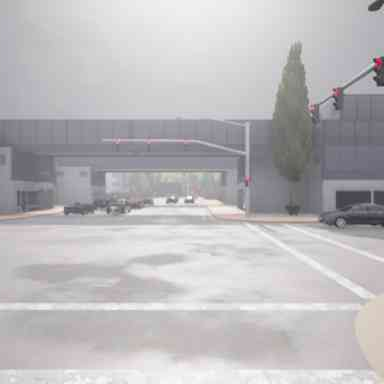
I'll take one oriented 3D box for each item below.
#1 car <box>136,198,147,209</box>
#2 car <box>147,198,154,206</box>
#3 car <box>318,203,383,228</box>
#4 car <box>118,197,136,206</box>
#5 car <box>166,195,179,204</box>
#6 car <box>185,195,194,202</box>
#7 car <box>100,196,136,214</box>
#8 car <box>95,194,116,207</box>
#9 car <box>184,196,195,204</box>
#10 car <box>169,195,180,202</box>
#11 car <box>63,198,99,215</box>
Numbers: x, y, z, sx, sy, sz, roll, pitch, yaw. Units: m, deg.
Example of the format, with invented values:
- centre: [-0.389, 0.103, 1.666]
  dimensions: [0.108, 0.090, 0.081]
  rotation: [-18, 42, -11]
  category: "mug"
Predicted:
- centre: [-7.726, 1.495, 45.100]
  dimensions: [1.882, 1.535, 5.008]
  rotation: [0, 0, 0]
  category: "car"
- centre: [-7.652, 1.622, 56.382]
  dimensions: [1.895, 1.301, 4.718]
  rotation: [0, 0, 1]
  category: "car"
- centre: [10.685, 1.513, 21.363]
  dimensions: [4.892, 1.490, 1.837]
  rotation: [0, 0, 1]
  category: "car"
- centre: [-11.141, 1.569, 57.383]
  dimensions: [2.033, 1.411, 5.357]
  rotation: [0, 0, 1]
  category: "car"
- centre: [-4.024, 1.572, 64.876]
  dimensions: [2.033, 1.411, 5.357]
  rotation: [0, 0, 0]
  category: "car"
- centre: [-0.470, 1.491, 74.471]
  dimensions: [1.994, 1.385, 4.181]
  rotation: [0, 0, 0]
  category: "car"
- centre: [-7.771, 1.505, 35.596]
  dimensions: [2.128, 1.511, 4.902]
  rotation: [0, 0, 1]
  category: "car"
- centre: [-11.229, 1.237, 43.398]
  dimensions: [2.150, 2.045, 5.566]
  rotation: [0, 0, 0]
  category: "car"
- centre: [-0.517, 1.589, 66.185]
  dimensions: [1.994, 1.385, 4.181]
  rotation: [0, 0, 0]
  category: "car"
- centre: [-3.969, 1.473, 74.563]
  dimensions: [2.128, 1.511, 4.902]
  rotation: [0, 0, 0]
  category: "car"
- centre: [-11.296, 1.614, 33.633]
  dimensions: [1.895, 1.301, 4.718]
  rotation: [0, 0, 0]
  category: "car"
